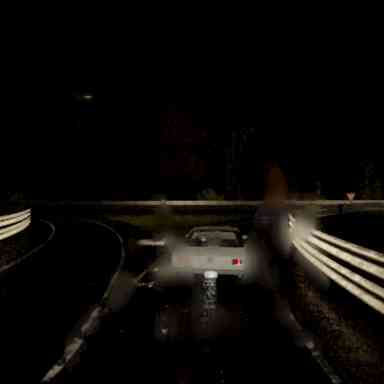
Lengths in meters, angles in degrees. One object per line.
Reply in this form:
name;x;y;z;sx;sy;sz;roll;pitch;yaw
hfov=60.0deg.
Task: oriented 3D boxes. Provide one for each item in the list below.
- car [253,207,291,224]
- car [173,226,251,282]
car;6.693;1.845;27.268;1.895;1.301;4.718;0;-1;30
car;0.735;1.692;10.104;1.895;1.301;4.718;0;0;7
